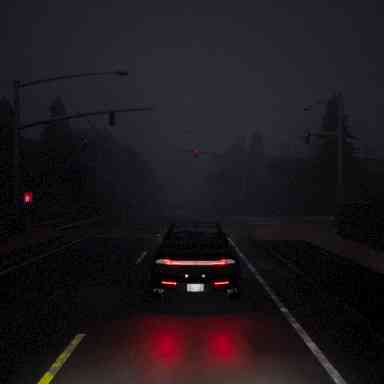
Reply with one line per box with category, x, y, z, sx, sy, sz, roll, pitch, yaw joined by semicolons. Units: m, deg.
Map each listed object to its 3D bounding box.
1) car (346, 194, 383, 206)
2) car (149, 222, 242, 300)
car;15.864;1.202;28.885;5.566;2.045;2.150;0;0;-8
car;0.079;1.492;8.356;2.128;1.511;4.902;0;0;0
